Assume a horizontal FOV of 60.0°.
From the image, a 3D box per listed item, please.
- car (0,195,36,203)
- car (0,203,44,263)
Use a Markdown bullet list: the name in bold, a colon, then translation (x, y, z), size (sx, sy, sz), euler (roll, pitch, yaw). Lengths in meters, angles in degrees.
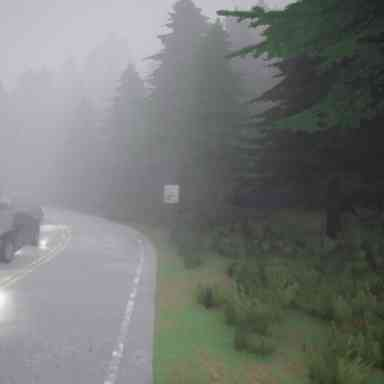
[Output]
- **car**: translation (-10.940, 0.990, 21.117), size (1.837, 1.490, 4.892), euler (2, 3, -41)
- **car**: translation (-6.905, 1.401, 11.841), size (1.882, 1.535, 5.008), euler (1, 1, -11)
